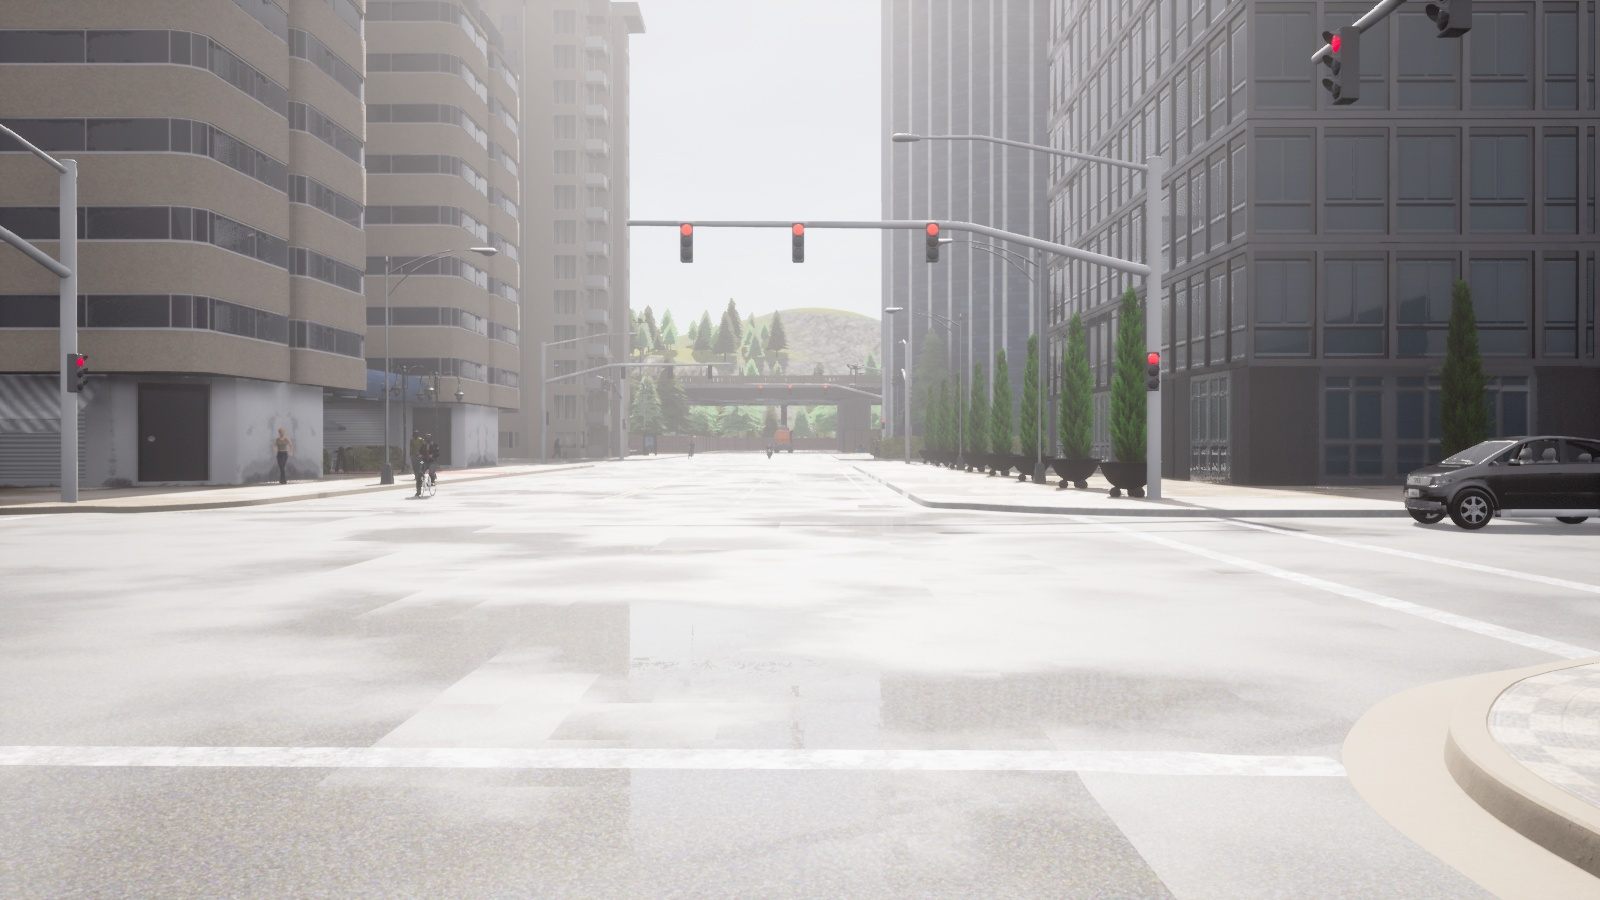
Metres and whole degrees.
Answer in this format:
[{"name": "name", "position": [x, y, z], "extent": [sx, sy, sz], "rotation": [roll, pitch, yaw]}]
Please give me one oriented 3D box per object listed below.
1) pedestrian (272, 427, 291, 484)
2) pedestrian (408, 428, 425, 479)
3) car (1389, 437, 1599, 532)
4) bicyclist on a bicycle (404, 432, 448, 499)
[{"name": "pedestrian", "position": [-16.807, 0.162, 40.731], "extent": [0.345, 1.836, 0.594], "rotation": [0, 0, 4]}, {"name": "pedestrian", "position": [-13.867, 0.136, 45.389], "extent": [0.370, 1.835, 0.726], "rotation": [0, 0, 2]}, {"name": "car", "position": [12.269, 0.559, 21.319], "extent": [3.705, 1.549, 1.789], "rotation": [0, 0, 1]}, {"name": "bicyclist on a bicycle", "position": [-10.291, 0.413, 34.589], "extent": [0.659, 1.776, 1.843], "rotation": [0, 0, 0]}]
